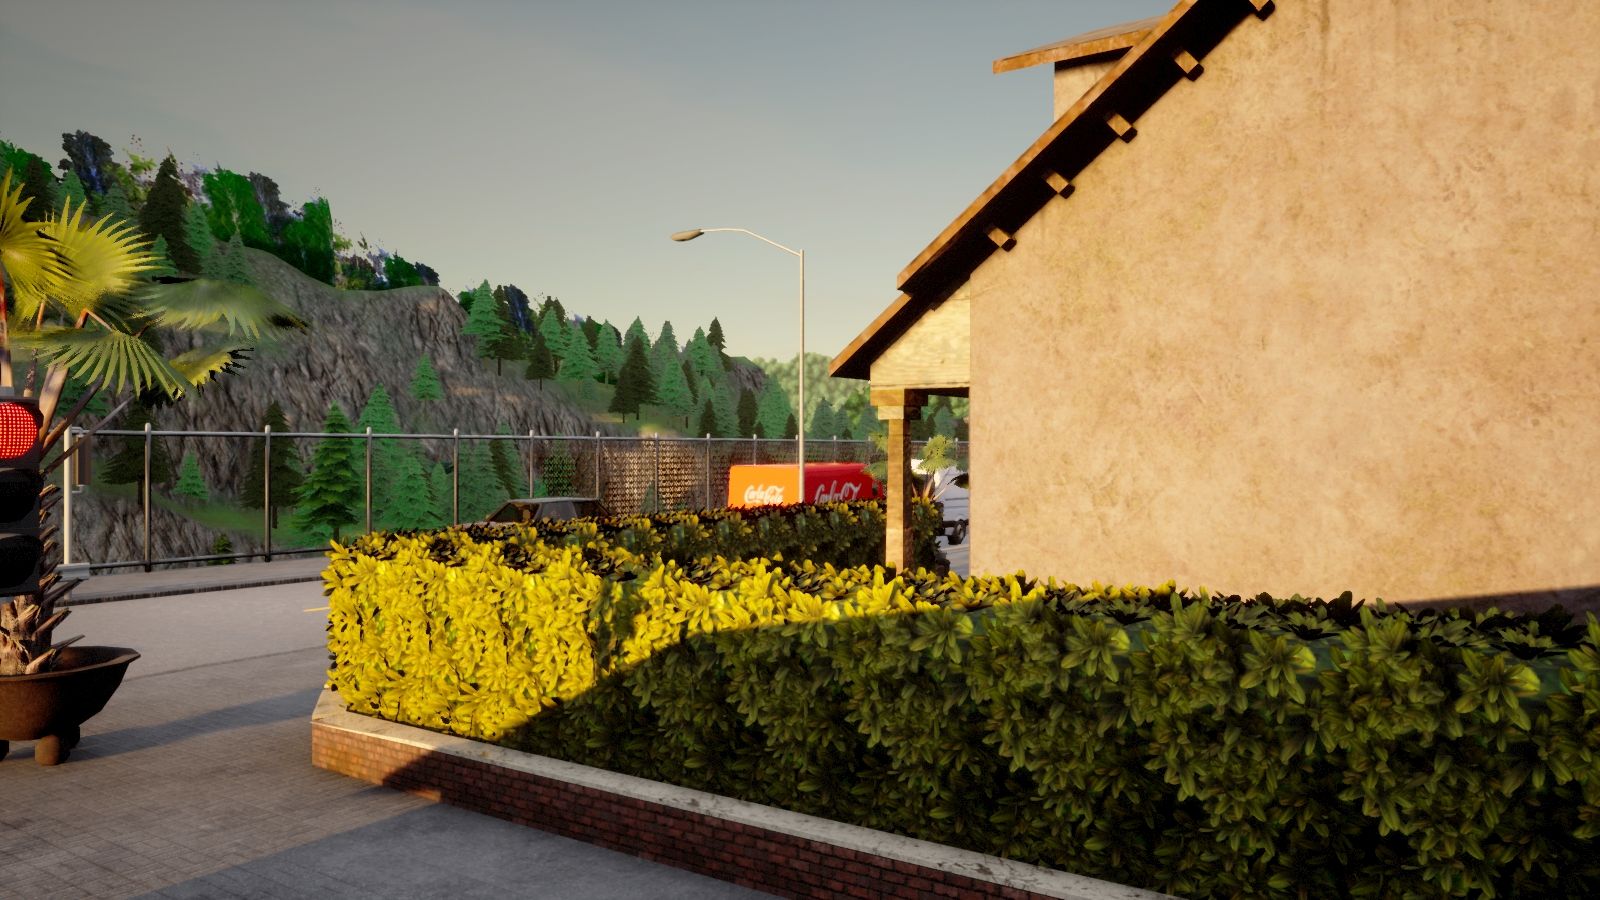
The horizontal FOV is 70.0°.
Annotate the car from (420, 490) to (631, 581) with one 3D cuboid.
[{"bbox_3d":[-6.312,1.906,26.765,2.097,1.767,4.553,0,0,35],"label":"car"}]

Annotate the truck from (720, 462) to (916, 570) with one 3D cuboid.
[{"bbox_3d":[0.584,1.568,29.600,2.627,2.467,5.204,0,0,35],"label":"truck"}]
